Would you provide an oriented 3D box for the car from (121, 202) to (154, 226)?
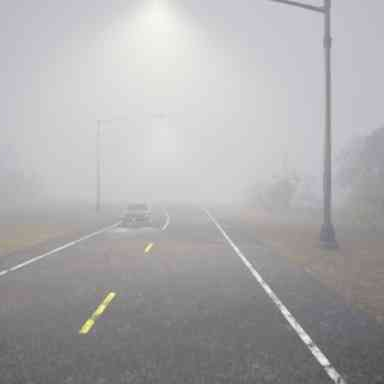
[{"bbox_3d":[-3.746,1.514,23.412,1.837,1.490,4.892,0,0,-2],"label":"car"}]
